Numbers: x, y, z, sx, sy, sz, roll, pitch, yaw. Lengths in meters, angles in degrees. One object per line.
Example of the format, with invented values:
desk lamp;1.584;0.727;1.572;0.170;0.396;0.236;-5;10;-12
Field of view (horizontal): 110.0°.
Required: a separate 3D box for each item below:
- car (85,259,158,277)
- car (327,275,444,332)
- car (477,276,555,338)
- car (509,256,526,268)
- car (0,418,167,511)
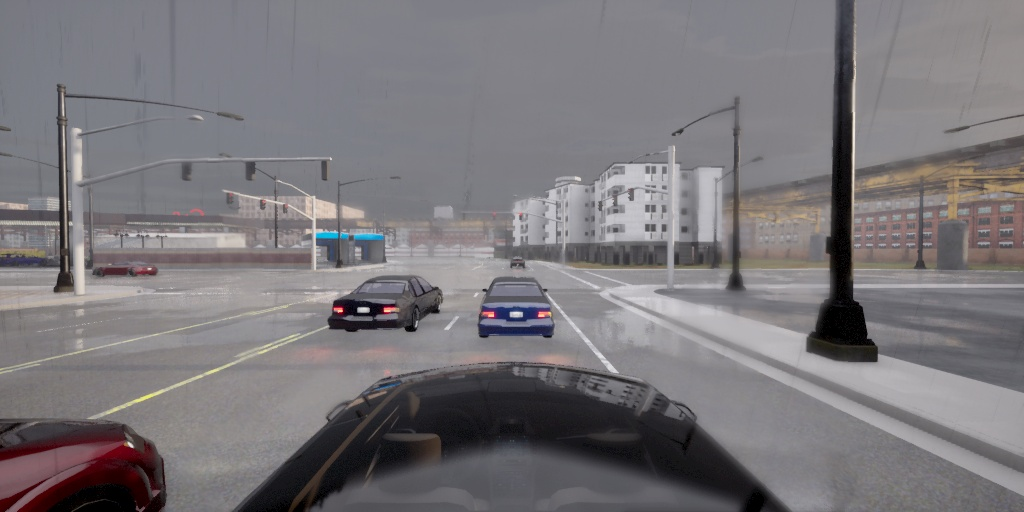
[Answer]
car;-33.372;1.084;30.984;4.181;1.385;1.994;0;1;-1
car;-3.406;1.274;10.730;2.033;1.411;5.357;0;0;0
car;0.090;1.279;10.128;2.033;1.411;5.357;0;0;0
car;0.708;0.772;46.084;1.837;1.490;4.892;0;1;0
car;-3.395;1.314;0.733;1.994;1.385;4.181;0;0;0
